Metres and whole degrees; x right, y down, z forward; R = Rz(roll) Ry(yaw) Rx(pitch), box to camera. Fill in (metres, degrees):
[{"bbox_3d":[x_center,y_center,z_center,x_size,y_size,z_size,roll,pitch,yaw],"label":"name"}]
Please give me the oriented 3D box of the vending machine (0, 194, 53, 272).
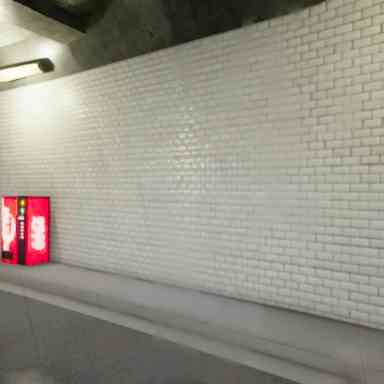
[{"bbox_3d":[-4.795,1.102,9.622,0.880,2.100,1.100,1,0,30],"label":"vending machine"}]
